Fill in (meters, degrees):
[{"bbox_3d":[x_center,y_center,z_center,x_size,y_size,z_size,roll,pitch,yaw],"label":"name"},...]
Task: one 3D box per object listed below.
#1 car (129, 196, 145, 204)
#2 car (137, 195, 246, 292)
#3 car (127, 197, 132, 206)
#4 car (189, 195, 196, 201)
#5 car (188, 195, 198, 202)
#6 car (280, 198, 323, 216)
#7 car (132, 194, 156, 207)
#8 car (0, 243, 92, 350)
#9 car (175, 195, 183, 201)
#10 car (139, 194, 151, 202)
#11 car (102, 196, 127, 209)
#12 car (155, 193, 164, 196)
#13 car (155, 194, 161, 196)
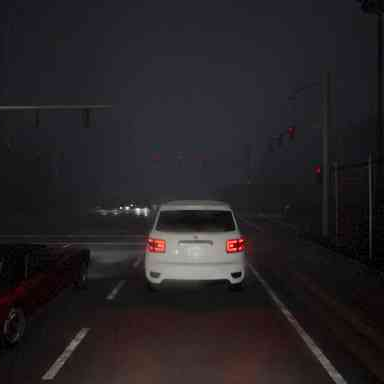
[{"bbox_3d":[-10.424,1.491,63.140,2.128,1.511,4.902,0,0,1],"label":"car"},{"bbox_3d":[0.090,1.221,9.097,2.150,2.045,5.566,0,0,0],"label":"car"},{"bbox_3d":[-10.483,1.491,53.748,2.128,1.511,4.902,0,0,0],"label":"car"},{"bbox_3d":[0.173,1.524,86.152,1.812,1.442,4.674,0,0,0],"label":"car"},{"bbox_3d":[0.157,1.523,75.750,2.128,1.511,4.902,0,0,0],"label":"car"},{"bbox_3d":[11.016,1.407,32.677,4.553,1.767,2.097,0,0,0],"label":"car"},{"bbox_3d":[-6.989,1.491,48.983,2.128,1.511,4.902,0,0,0],"label":"car"},{"bbox_3d":[-3.430,1.601,6.173,1.895,1.301,4.718,0,0,1],"label":"car"},{"bbox_3d":[-3.327,1.540,86.037,2.033,1.411,5.357,0,0,0],"label":"car"},{"bbox_3d":[-10.353,1.354,73.188,2.097,1.767,4.553,0,0,0],"label":"car"},{"bbox_3d":[-10.505,1.352,44.595,2.097,1.767,4.553,0,0,0],"label":"car"},{"bbox_3d":[-6.862,1.221,68.956,2.150,2.045,5.566,0,0,0],"label":"car"},{"bbox_3d":[-6.959,1.525,58.242,1.812,1.442,4.674,0,0,0],"label":"car"}]
